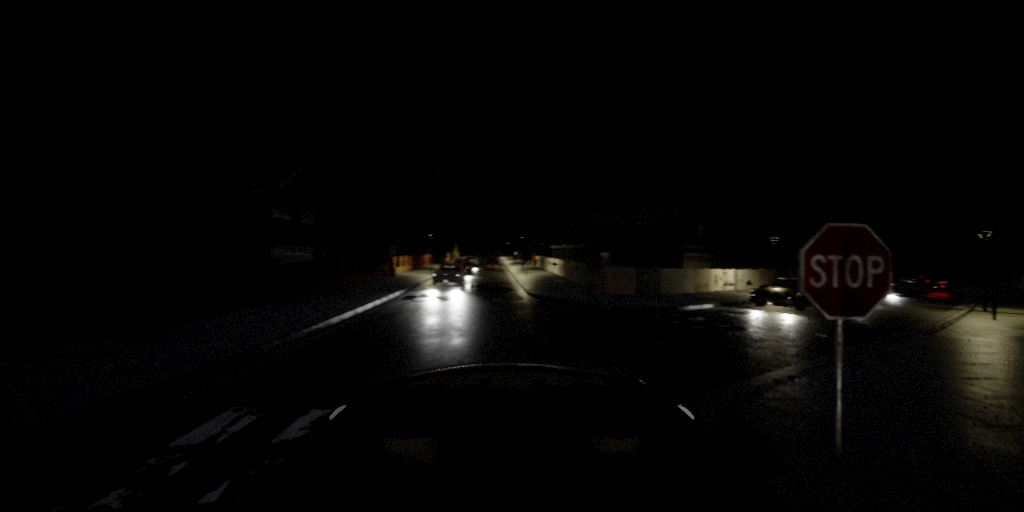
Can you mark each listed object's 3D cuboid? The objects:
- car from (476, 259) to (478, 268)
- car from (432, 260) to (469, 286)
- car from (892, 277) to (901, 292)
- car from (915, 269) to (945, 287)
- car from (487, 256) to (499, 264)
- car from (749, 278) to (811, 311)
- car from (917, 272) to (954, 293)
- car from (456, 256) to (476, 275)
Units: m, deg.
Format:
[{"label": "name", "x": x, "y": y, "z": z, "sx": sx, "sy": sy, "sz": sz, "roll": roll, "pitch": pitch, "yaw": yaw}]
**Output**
[{"label": "car", "x": -5.456, "y": 0.730, "z": 47.078, "sx": 1.812, "sy": 1.442, "sz": 4.674, "roll": 1, "pitch": 1, "yaw": -2}, {"label": "car", "x": -4.204, "y": 1.216, "z": 24.333, "sx": 1.895, "sy": 1.301, "sz": 4.718, "roll": 1, "pitch": 1, "yaw": -3}, {"label": "car", "x": 32.371, "y": 2.431, "z": 31.281, "sx": 4.718, "sy": 1.301, "sz": 1.895, "roll": 2, "pitch": -1, "yaw": -39}, {"label": "car", "x": 45.849, "y": 2.467, "z": 39.167, "sx": 5.566, "sy": 2.045, "sz": 2.150, "roll": 2, "pitch": -1, "yaw": -43}, {"label": "car", "x": -3.173, "y": 0.609, "z": 58.925, "sx": 1.895, "sy": 1.301, "sz": 4.718, "roll": 1, "pitch": 1, "yaw": -3}, {"label": "car", "x": 13.544, "y": 1.760, "z": 17.278, "sx": 5.357, "sy": 1.411, "sz": 2.033, "roll": 2, "pitch": -1, "yaw": -34}, {"label": "car", "x": 38.276, "y": 2.478, "z": 32.462, "sx": 4.892, "sy": 1.490, "sz": 1.837, "roll": 2, "pitch": -1, "yaw": -41}, {"label": "car", "x": -4.748, "y": 0.965, "z": 34.225, "sx": 1.812, "sy": 1.442, "sz": 4.674, "roll": 1, "pitch": 1, "yaw": -3}]
